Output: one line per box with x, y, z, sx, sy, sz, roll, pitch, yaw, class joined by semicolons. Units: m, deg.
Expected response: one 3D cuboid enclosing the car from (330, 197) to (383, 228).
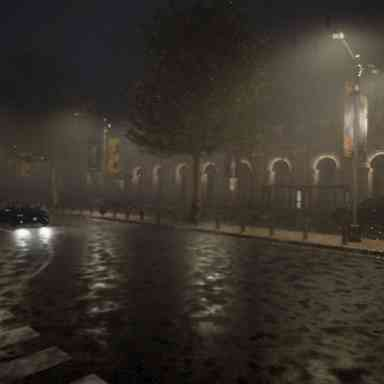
11.553;1.299;20.445;5.566;2.045;2.150;1;0;44;car

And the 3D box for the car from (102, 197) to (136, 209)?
-8.814;1.303;39.881;4.718;1.301;1.895;1;0;43;car

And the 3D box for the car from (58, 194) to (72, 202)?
-22.574;1.024;57.396;4.718;1.301;1.895;1;0;44;car

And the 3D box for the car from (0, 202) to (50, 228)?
-10.388;1.324;20.374;4.181;1.385;1.994;1;0;44;car
